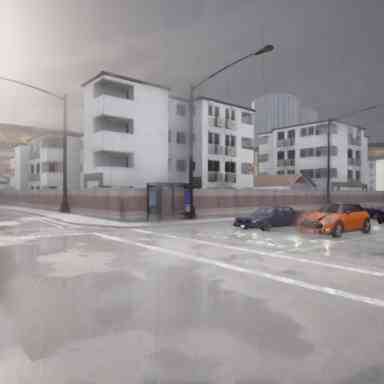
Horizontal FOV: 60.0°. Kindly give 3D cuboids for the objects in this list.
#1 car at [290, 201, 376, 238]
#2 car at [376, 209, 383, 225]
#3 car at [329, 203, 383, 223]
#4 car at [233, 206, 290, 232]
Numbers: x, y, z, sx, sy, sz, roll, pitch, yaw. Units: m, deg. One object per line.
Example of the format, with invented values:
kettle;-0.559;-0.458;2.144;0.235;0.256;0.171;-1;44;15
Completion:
car;7.672;1.362;17.933;4.553;1.767;2.097;0;0;-38
car;14.947;1.512;23.500;5.008;1.535;1.882;0;0;-37
car;13.104;1.633;26.503;4.718;1.301;1.895;0;0;-37
car;4.940;1.552;20.255;5.357;1.411;2.033;0;0;-38
